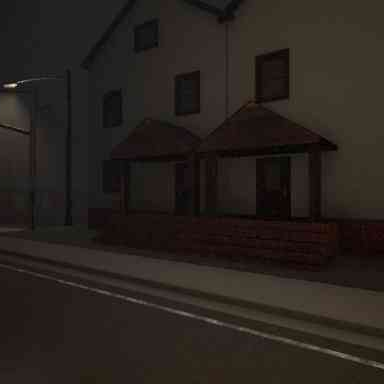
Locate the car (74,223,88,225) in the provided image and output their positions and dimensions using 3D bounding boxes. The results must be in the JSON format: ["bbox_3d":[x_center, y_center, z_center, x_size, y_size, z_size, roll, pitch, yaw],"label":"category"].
[{"bbox_3d":[-10.698,3.874,36.369,1.895,1.301,4.718,0,-10,35],"label":"car"}]
